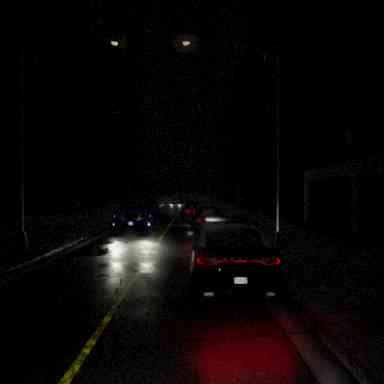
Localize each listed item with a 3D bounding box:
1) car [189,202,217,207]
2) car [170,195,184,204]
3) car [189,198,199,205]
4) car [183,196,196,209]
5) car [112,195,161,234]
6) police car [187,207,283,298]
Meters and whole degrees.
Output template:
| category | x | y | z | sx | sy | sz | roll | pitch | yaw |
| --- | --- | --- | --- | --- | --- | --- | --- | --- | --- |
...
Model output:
| category | x | y | z | sx | sy | sz | roll | pitch | yaw |
| --- | --- | --- | --- | --- | --- | --- | --- | --- | --- |
| car | 0.898 | 1.531 | 18.598 | 1.812 | 1.442 | 4.674 | 0 | 0 | 0 |
| car | -3.061 | 1.563 | 62.870 | 1.812 | 1.442 | 4.674 | 0 | 0 | 1 |
| car | 0.897 | 1.486 | 24.598 | 1.882 | 1.535 | 5.008 | 0 | 0 | 0 |
| car | 0.012 | 1.627 | 46.005 | 1.895 | 1.301 | 4.718 | 0 | 0 | 1 |
| car | -3.105 | 1.227 | 19.606 | 2.150 | 2.045 | 5.566 | 0 | 0 | 0 |
| police car | 0.899 | 1.426 | 8.707 | 1.930 | 1.638 | 5.238 | 0 | 0 | 0 |
